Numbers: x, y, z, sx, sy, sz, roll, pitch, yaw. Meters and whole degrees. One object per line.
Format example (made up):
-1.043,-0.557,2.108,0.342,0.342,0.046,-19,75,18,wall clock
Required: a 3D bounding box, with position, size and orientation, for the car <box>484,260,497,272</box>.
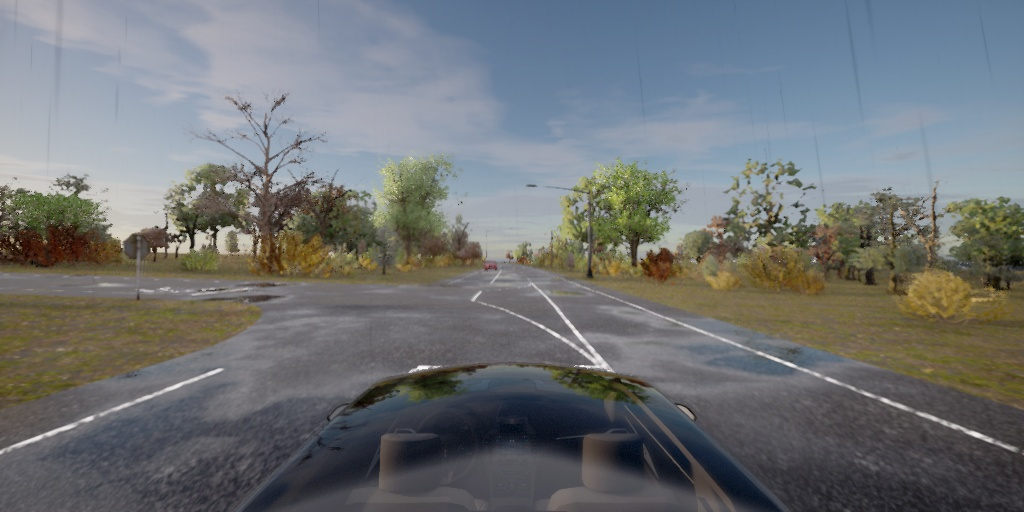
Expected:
-3.772,1.720,64.084,2.150,2.045,5.566,0,0,0,car
